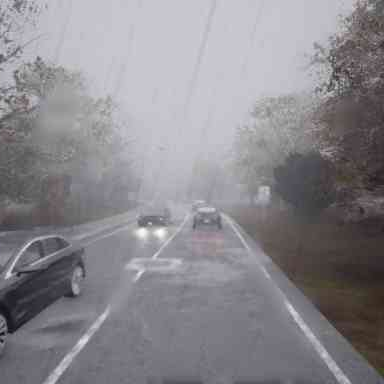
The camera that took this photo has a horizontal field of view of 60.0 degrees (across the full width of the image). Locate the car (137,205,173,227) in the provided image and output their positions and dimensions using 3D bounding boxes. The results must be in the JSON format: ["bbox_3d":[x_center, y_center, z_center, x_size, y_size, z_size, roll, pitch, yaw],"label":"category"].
[{"bbox_3d":[-2.496,1.624,23.701,2.033,1.411,5.357,0,0,3],"label":"car"}]

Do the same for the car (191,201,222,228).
[{"bbox_3d":[1.032,1.597,22.523,1.812,1.442,4.674,0,0,3],"label":"car"}]

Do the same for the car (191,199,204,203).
[{"bbox_3d":[0.900,1.685,43.485,1.812,1.442,4.674,1,0,-4],"label":"car"}]

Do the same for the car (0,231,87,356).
[{"bbox_3d":[-3.400,1.505,5.810,2.128,1.511,4.902,0,0,2],"label":"car"}]
